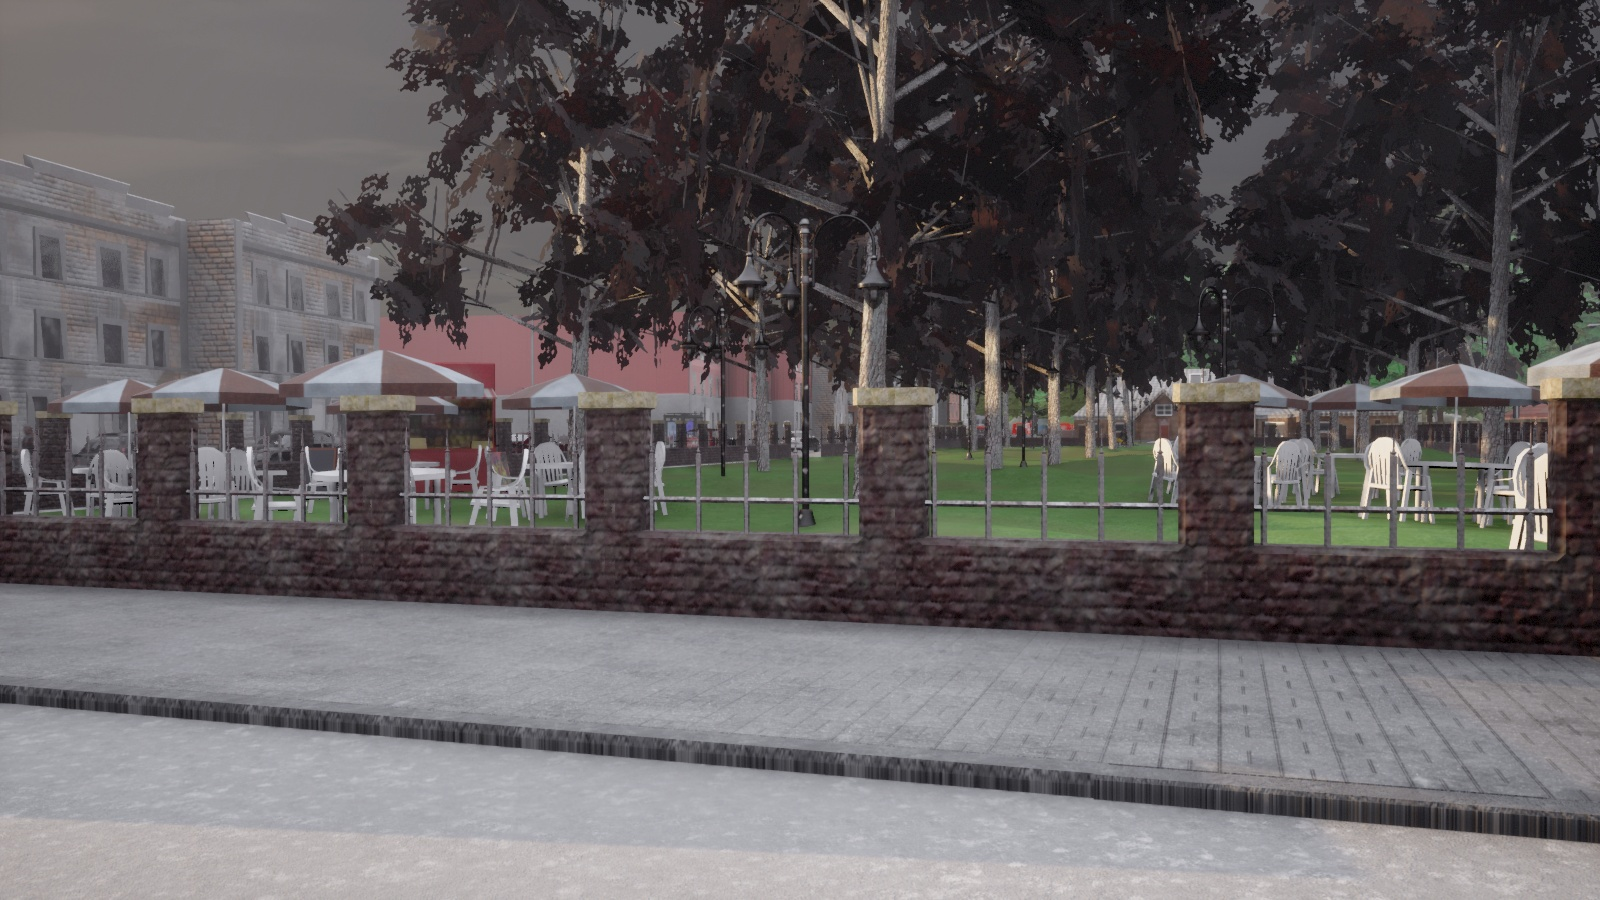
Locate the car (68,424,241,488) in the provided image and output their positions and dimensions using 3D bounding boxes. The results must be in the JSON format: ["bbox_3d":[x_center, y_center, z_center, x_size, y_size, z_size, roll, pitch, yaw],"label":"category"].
[{"bbox_3d":[-17.302,0.117,33.888,1.851,1.617,3.988,1,1,18],"label":"car"}]

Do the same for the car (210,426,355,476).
[{"bbox_3d":[-18.094,-0.019,44.191,2.033,1.649,4.856,1,1,18],"label":"car"}]

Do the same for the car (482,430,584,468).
[{"bbox_3d":[-11.101,-0.079,52.555,1.882,1.535,5.008,1,1,18],"label":"car"}]

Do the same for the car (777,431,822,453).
[{"bbox_3d":[-0.002,-0.583,85.850,1.970,1.475,3.806,1,1,19],"label":"car"}]

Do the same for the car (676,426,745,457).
[{"bbox_3d":[-5.013,-0.483,70.840,2.242,1.667,4.611,1,1,19],"label":"car"}]
